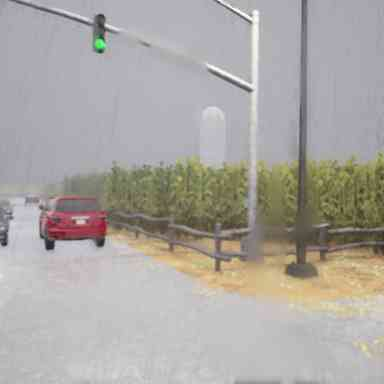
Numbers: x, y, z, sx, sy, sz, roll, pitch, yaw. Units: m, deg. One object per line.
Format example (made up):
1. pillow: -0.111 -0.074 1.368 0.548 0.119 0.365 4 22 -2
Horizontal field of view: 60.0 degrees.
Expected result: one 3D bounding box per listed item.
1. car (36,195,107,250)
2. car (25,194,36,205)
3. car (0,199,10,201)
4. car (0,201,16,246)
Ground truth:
1. car: -5.189 1.133 14.176 2.150 2.045 5.566 1 0 -28
2. car: -24.457 1.090 50.837 1.882 1.535 5.008 1 0 -28
3. car: -14.443 1.283 24.943 1.837 1.490 4.892 1 0 -28
4. car: -8.733 1.358 14.048 2.128 1.511 4.902 1 0 -28
